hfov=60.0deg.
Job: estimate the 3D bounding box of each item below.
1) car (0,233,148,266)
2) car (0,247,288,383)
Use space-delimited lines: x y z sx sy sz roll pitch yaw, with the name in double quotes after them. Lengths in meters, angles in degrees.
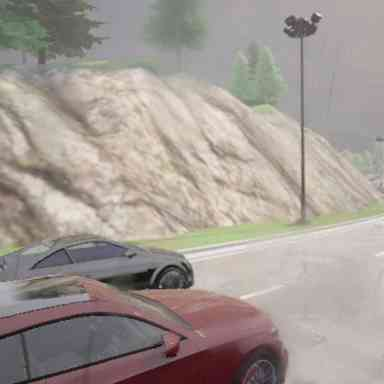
-2.018 1.547 6.710 4.181 1.385 1.994 -1 1 -37 "car"
-1.142 1.522 2.987 4.674 1.442 1.812 -1 1 -36 "car"
